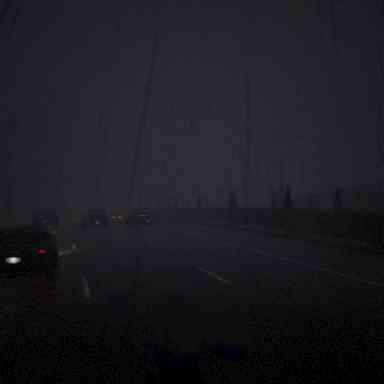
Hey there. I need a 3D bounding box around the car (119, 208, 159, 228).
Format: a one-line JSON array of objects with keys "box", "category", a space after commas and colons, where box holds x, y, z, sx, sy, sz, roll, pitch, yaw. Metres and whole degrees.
[{"box": [-4.021, 2.017, 26.187, 2.128, 1.511, 4.902, 0, -3, -22], "category": "car"}]

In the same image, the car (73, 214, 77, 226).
[{"box": [-12.522, 3.088, 38.094, 1.882, 1.535, 5.008, 0, -6, -22], "category": "car"}]

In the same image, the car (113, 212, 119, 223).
[{"box": [-8.667, 3.009, 37.864, 2.033, 1.411, 5.357, 0, -6, -22], "category": "car"}]

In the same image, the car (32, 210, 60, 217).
[{"box": [-12.117, 2.217, 27.602, 2.128, 1.511, 4.902, 0, -4, -22], "category": "car"}]

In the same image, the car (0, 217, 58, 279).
[{"box": [-5.209, 1.707, 10.216, 1.994, 1.385, 4.181, 0, -1, -22], "category": "car"}]

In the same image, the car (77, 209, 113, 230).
[{"box": [-7.430, 2.047, 25.223, 1.812, 1.442, 4.674, 0, -3, -22], "category": "car"}]
